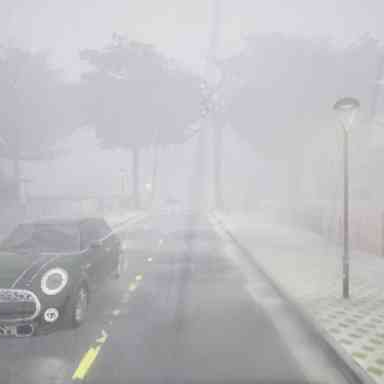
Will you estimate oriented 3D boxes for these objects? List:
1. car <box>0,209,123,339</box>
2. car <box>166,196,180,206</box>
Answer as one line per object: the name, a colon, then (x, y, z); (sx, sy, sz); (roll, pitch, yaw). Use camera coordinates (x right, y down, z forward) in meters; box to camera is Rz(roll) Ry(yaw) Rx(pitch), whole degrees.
car: (-2.849, 1.325, 6.859); (2.097, 1.767, 4.553); (0, 0, 0)
car: (-2.735, 1.276, 49.009); (1.994, 1.385, 4.181); (0, 0, 0)
